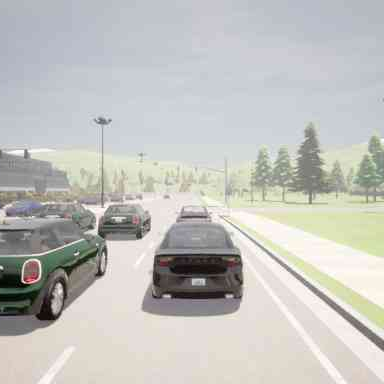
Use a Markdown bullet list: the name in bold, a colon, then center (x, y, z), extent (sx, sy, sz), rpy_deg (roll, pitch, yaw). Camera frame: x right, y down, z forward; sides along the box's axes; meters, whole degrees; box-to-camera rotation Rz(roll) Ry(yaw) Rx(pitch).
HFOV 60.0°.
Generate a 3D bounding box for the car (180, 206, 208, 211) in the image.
- **car**: center (0.100, 1.491, 17.917), extent (2.128, 1.511, 4.902), rpy_deg (0, 0, 0)

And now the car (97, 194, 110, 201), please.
- **car**: center (-23.126, 1.355, 87.122), extent (2.097, 1.767, 4.553), rpy_deg (0, 0, 0)

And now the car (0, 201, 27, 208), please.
- **car**: center (-15.331, 1.525, 30.785), extent (1.812, 1.442, 4.674), rpy_deg (0, 0, -2)

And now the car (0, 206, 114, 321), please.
- **car**: center (-3.387, 1.352, 7.450), extent (2.097, 1.767, 4.553), rpy_deg (0, 0, 0)

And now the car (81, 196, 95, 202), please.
- **car**: center (-23.149, 1.552, 74.128), extent (1.994, 1.385, 4.181), rpy_deg (0, 0, 0)

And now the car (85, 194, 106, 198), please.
- **car**: center (-16.140, 1.505, 54.760), extent (1.837, 1.490, 4.892), rpy_deg (0, 0, -1)

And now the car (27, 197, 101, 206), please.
- **car**: center (-6.915, 1.352, 18.553), extent (2.097, 1.767, 4.553), rpy_deg (0, 0, 0)

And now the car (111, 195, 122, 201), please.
- **car**: center (-19.626, 1.500, 86.572), extent (1.837, 1.490, 4.892), rpy_deg (0, 0, 0)

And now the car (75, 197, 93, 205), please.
- **car**: center (-19.754, 1.564, 61.022), extent (1.994, 1.385, 4.181), rpy_deg (0, 0, 1)

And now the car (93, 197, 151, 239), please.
- **car**: center (-3.411, 1.352, 17.573), extent (2.097, 1.767, 4.553), rpy_deg (0, 0, 0)

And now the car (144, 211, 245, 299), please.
- **car**: center (0.114, 1.478, 8.499), extent (1.882, 1.535, 5.008), rpy_deg (0, 0, 0)

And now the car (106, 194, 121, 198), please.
- **car**: center (-16.155, 1.552, 70.713), extent (1.994, 1.385, 4.181), rpy_deg (0, 0, 0)

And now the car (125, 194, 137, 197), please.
- **car**: center (-16.129, 1.524, 85.366), extent (1.812, 1.442, 4.674), rpy_deg (0, 0, 0)
